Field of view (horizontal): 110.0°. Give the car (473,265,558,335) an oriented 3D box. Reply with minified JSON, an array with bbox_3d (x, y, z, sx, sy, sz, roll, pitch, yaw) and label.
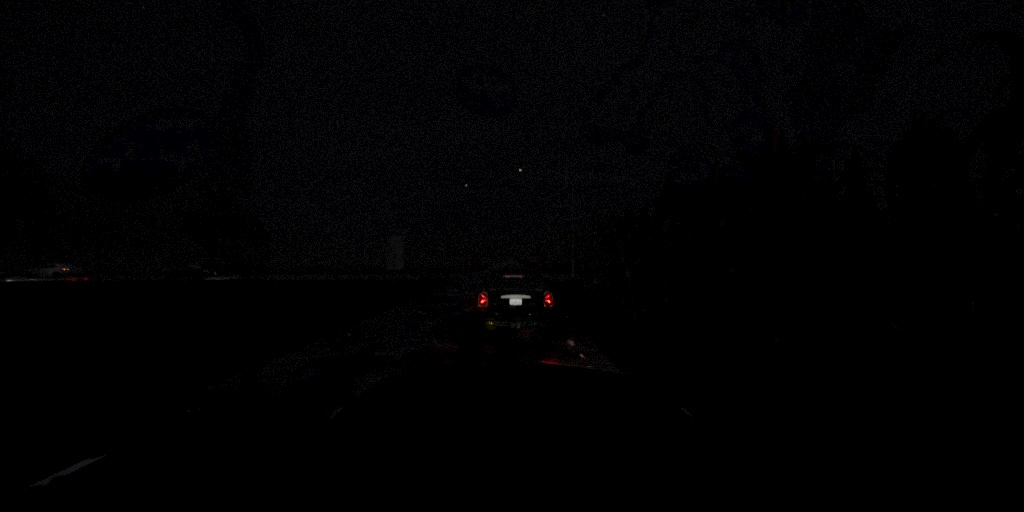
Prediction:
[{"bbox_3d":[0.095,1.117,10.699,2.097,1.767,4.553,0,0,0],"label":"car"}]

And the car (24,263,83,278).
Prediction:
[{"bbox_3d":[-47.766,1.505,37.402,4.674,1.442,1.812,-1,1,0],"label":"car"}]

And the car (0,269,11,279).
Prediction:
[{"bbox_3d":[-51.674,1.582,34.584,4.902,1.511,2.128,-1,1,0],"label":"car"}]

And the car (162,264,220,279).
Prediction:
[{"bbox_3d":[-30.908,1.451,34.558,4.674,1.442,1.812,0,1,0],"label":"car"}]

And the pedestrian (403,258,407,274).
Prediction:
[{"bbox_3d":[-12.168,1.077,40.586,0.375,1.860,0.375,0,1,0],"label":"pedestrian"}]
